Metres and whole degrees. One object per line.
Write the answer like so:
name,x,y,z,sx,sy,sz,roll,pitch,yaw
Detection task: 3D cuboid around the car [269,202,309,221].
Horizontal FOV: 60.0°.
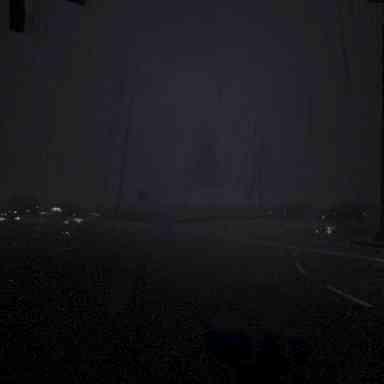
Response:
car,8.755,1.665,28.643,4.892,1.490,1.837,0,0,-35

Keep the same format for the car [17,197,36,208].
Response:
car,-25.362,1.542,50.837,1.882,1.535,5.008,0,0,-34

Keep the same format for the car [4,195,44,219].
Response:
car,-15.485,1.259,30.450,2.150,2.045,5.566,0,0,-35

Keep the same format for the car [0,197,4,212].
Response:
car,-21.653,1.639,39.326,1.895,1.301,4.718,0,0,-35

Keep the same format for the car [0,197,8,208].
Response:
car,-29.432,1.534,50.561,2.128,1.511,4.902,0,0,-34

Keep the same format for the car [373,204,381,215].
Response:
car,18.011,1.783,35.235,5.357,1.411,2.033,0,0,-35

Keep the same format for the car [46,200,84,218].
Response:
car,-11.788,1.607,31.253,2.033,1.411,5.357,0,0,-35

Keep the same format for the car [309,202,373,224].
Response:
car,11.949,1.661,26.620,4.902,1.511,2.128,0,0,-35

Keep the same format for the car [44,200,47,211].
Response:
car,-17.287,1.625,39.171,1.994,1.385,4.181,0,0,-35
